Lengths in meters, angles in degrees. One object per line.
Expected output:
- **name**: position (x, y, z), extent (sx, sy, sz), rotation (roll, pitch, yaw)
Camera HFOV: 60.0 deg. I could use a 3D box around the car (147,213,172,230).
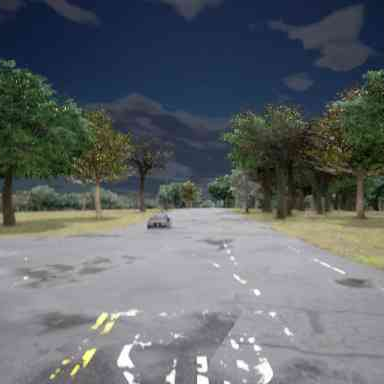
- **car**: position (-2.918, 2.680, 30.531), extent (1.994, 1.385, 4.181), rotation (0, -1, 2)
